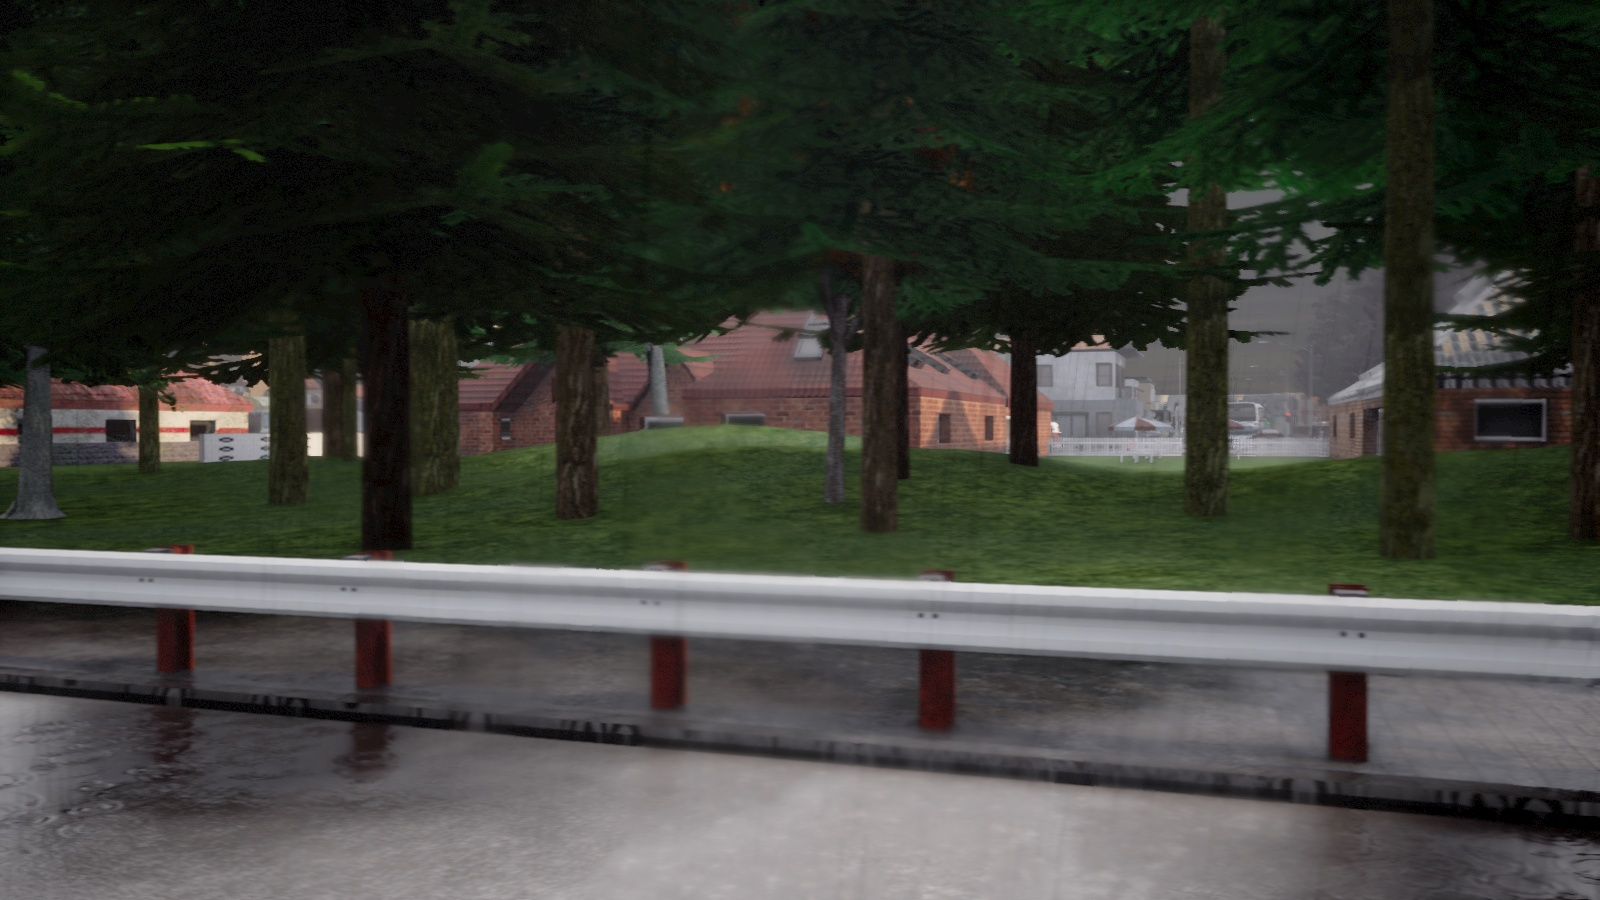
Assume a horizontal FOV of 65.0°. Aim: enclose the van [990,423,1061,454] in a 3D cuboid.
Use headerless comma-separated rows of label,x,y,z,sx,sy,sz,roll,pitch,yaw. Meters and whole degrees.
van,15.334,-0.774,85.281,4.480,2.038,2.069,1,1,19
